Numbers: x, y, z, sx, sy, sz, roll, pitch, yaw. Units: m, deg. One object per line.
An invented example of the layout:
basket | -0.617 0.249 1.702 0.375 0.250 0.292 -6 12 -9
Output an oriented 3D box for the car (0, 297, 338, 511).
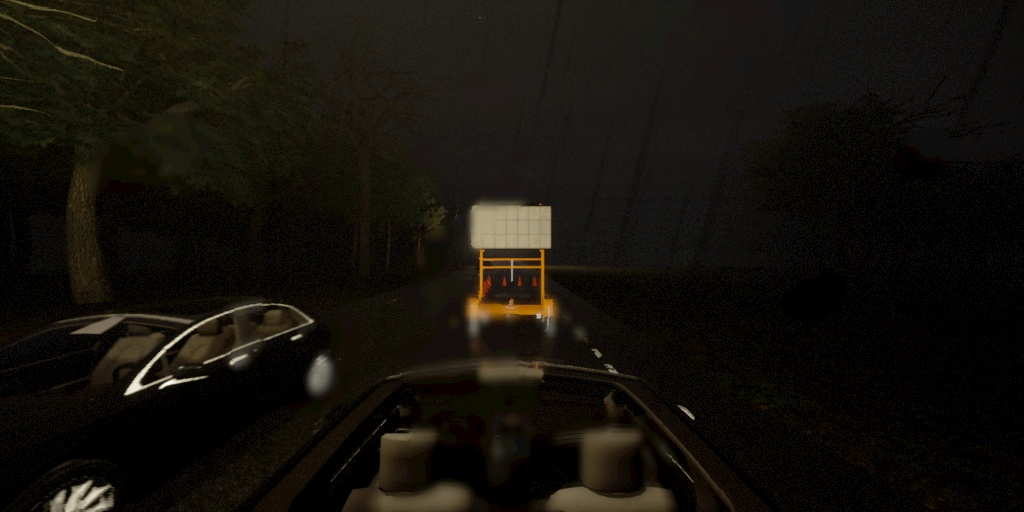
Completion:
car | -3.599 1.257 3.651 1.837 1.490 4.892 0 0 0

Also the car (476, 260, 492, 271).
car | -3.491 1.157 45.863 2.033 1.411 5.357 0 0 0

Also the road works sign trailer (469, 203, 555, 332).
road works sign trailer | 0.002 0.210 10.797 2.380 3.560 2.880 0 0 0
